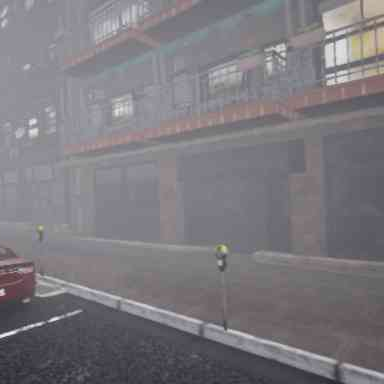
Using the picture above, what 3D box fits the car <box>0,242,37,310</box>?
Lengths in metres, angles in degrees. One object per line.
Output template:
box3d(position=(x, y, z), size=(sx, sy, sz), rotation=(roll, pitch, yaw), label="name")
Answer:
box3d(position=(-5.015, 1.611, 7.043), size=(4.507, 1.381, 1.887), rotation=(-1, -1, 39), label="car")
